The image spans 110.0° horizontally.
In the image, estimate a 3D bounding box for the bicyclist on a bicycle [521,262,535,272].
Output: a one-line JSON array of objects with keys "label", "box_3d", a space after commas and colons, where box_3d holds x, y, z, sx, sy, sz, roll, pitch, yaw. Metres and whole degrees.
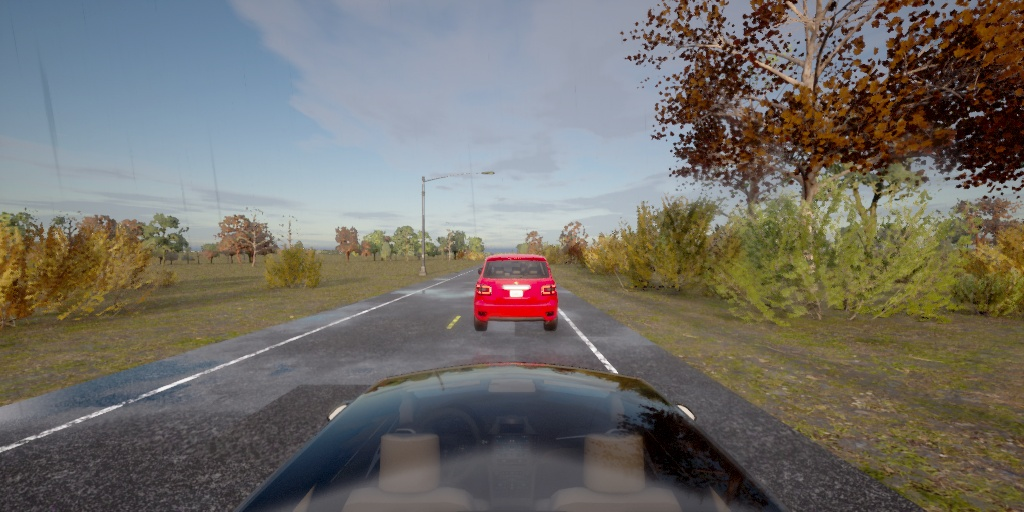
[{"label": "bicyclist on a bicycle", "box_3d": [0.945, 1.114, 18.772, 0.659, 1.776, 1.843, 0, 0, 0]}]

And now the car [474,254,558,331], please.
[{"label": "car", "box_3d": [0.093, 0.968, 11.066, 2.150, 2.045, 5.566, 0, 0, 0]}]

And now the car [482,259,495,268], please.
[{"label": "car", "box_3d": [-3.890, 1.299, 60.602, 1.994, 1.385, 4.181, 0, 0, 0]}]
